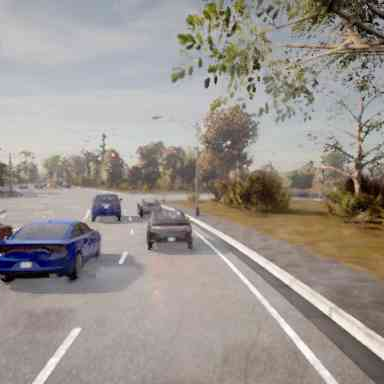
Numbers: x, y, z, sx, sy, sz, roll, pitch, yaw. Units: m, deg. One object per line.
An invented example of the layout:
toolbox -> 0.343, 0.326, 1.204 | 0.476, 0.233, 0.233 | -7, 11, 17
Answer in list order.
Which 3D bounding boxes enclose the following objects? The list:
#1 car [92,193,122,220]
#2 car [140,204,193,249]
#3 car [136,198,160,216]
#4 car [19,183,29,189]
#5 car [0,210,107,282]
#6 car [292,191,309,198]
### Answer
car -> -6.798, 1.108, 26.630 | 2.150, 2.045, 5.566 | -1, 2, -13
car -> -1.087, 1.548, 14.872 | 2.128, 1.511, 4.902 | 0, 0, -7
car -> -3.738, 1.294, 28.709 | 2.128, 1.511, 4.902 | -1, 2, -14
car -> -43.063, -1.477, 85.310 | 1.812, 1.442, 4.674 | -2, 3, -31
car -> -4.075, 1.560, 10.207 | 1.882, 1.535, 5.008 | 0, 0, -5
car -> 22.827, 0.504, 71.233 | 4.892, 1.490, 1.837 | 2, 2, -28
